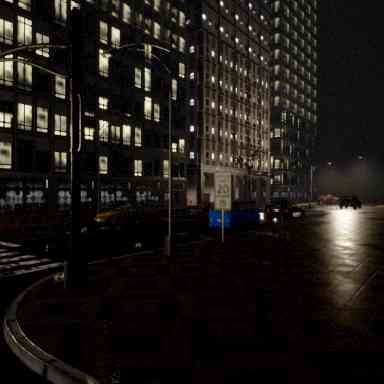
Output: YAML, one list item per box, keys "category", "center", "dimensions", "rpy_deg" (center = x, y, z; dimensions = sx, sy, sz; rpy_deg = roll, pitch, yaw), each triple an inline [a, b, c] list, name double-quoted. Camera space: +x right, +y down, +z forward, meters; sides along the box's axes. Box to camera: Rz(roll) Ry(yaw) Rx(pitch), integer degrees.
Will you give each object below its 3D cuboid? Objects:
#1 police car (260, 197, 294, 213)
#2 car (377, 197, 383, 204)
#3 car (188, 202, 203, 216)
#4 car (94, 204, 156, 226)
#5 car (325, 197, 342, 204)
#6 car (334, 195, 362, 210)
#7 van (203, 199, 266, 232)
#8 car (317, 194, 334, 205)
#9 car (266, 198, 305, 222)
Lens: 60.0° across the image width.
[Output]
- category: "police car"
  center: [9.997, 1.459, 38.644]
  dimensions: [1.930, 1.638, 5.238]
  rpy_deg: [0, 0, 38]
- category: "car"
  center: [38.158, 1.658, 66.536]
  dimensions: [1.947, 1.339, 4.313]
  rpy_deg: [0, 0, 38]
- category: "car"
  center: [1.382, 1.604, 31.653]
  dimensions: [1.802, 1.307, 4.206]
  rpy_deg: [0, 0, 38]
- category: "car"
  center: [-4.723, 1.540, 23.928]
  dimensions: [1.752, 1.417, 4.829]
  rpy_deg: [0, 0, 38]
- category: "car"
  center: [28.521, 1.624, 66.932]
  dimensions: [2.008, 1.369, 4.403]
  rpy_deg: [0, 0, 38]
- category: "car"
  center: [21.197, 1.368, 44.488]
  dimensions: [2.192, 1.841, 5.009]
  rpy_deg: [0, 0, 38]
- category: "van"
  center: [2.668, 1.368, 20.217]
  dimensions: [1.690, 1.788, 3.998]
  rpy_deg: [0, 0, 38]
- category: "car"
  center: [25.129, 1.381, 62.523]
  dimensions: [2.192, 1.841, 5.009]
  rpy_deg: [0, 0, 38]
- category: "car"
  center: [7.628, 1.472, 26.848]
  dimensions: [1.967, 1.590, 4.097]
  rpy_deg: [0, 0, 38]
